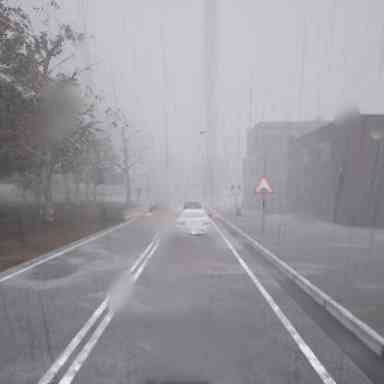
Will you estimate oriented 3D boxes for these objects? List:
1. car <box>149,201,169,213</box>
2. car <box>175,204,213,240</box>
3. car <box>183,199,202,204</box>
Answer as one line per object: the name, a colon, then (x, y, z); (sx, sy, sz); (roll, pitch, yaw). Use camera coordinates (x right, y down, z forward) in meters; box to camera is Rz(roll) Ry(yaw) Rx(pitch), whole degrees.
car: (-3.406, 1.609, 35.352); (2.033, 1.411, 5.357); (0, -5, 0)
car: (0.085, 1.581, 17.178); (1.812, 1.442, 4.674); (0, 0, 0)
car: (0.037, 1.547, 35.078); (1.812, 1.442, 4.674); (0, -6, 0)
